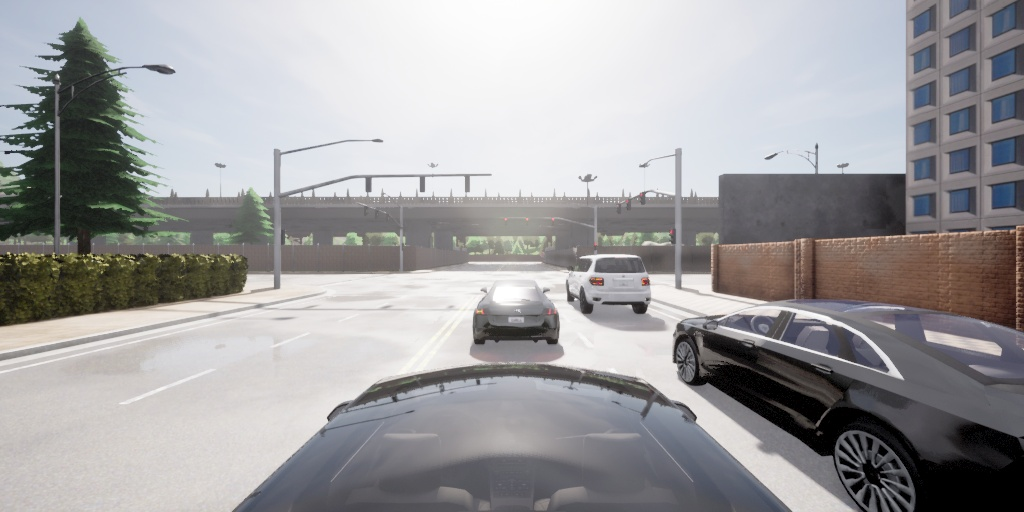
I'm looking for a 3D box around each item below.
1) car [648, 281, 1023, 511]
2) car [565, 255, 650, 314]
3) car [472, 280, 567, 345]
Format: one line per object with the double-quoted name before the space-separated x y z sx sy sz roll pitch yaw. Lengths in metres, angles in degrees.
"car" 3.593 1.242 4.090 2.128 1.511 4.902 0 0 0
"car" 3.481 0.971 13.895 2.150 2.045 5.566 0 0 0
"car" 0.087 1.314 9.547 1.994 1.385 4.181 0 0 0
